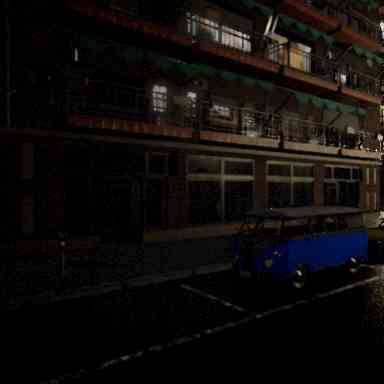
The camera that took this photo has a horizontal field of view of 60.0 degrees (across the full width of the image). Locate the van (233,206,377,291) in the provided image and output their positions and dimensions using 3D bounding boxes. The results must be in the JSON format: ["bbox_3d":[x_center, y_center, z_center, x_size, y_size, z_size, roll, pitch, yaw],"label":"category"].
[{"bbox_3d":[2.885,1.293,8.620,3.998,1.788,1.690,0,0,-36],"label":"van"}]

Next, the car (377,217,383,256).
[{"bbox_3d":[7.241,1.442,11.733,4.829,1.417,1.752,0,0,-36],"label":"car"}]
